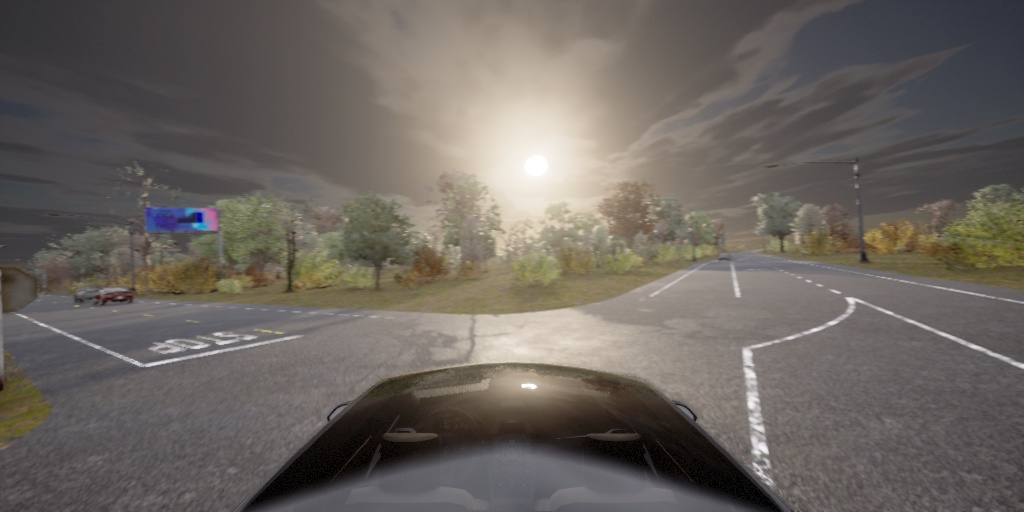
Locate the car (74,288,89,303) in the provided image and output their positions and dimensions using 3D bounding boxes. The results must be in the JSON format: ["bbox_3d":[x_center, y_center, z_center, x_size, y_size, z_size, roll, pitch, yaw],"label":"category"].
[{"bbox_3d":[-44.391,4.090,37.756,4.902,1.511,2.128,-4,-1,33],"label":"car"}]

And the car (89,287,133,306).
[{"bbox_3d":[-35.890,3.555,32.262,5.008,1.535,1.882,-4,-1,33],"label":"car"}]
